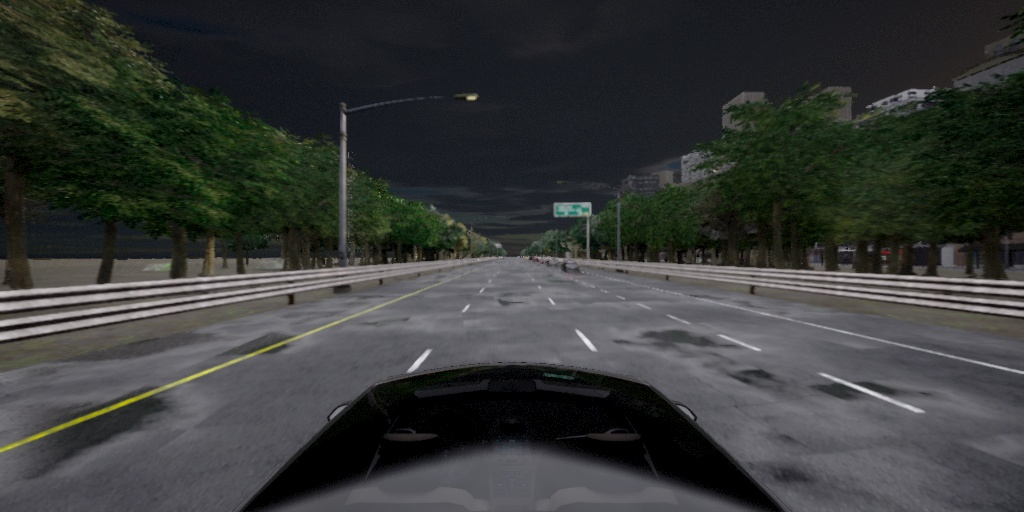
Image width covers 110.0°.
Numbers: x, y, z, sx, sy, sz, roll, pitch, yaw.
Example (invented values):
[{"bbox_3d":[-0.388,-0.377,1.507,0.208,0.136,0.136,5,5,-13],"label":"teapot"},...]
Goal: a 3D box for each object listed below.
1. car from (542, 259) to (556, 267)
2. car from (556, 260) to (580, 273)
[{"bbox_3d":[7.148,1.237,64.032,2.128,1.511,4.902,0,0,0],"label":"car"},{"bbox_3d":[7.061,1.244,44.081,2.128,1.511,4.902,0,0,0],"label":"car"}]
